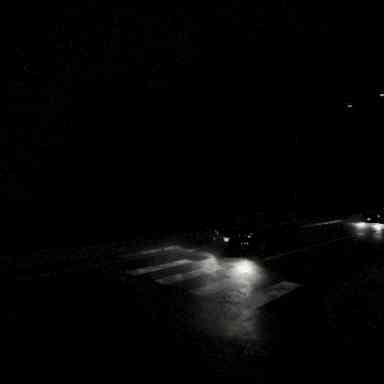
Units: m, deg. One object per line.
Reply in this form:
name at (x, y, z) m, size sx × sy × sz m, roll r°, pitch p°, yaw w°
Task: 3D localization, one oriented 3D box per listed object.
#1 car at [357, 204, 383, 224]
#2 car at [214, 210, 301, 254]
car at (15.496, 1.754, 27.732) m, size 2.033 × 1.411 × 5.357 m, roll 2°, pitch 1°, yaw 42°
car at (2.887, 1.529, 13.885) m, size 1.837 × 1.490 × 4.892 m, roll 2°, pitch 1°, yaw 42°
